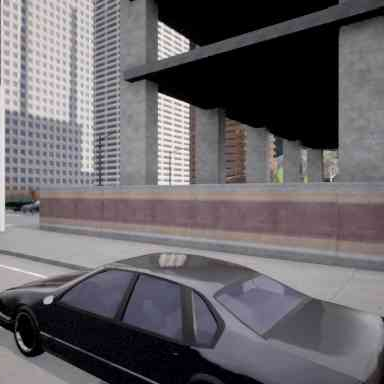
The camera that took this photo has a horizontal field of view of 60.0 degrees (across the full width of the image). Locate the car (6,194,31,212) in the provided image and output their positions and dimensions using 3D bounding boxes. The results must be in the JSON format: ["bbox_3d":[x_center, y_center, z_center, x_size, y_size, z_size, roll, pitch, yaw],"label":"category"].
[{"bbox_3d":[-19.873,1.221,35.634,2.150,2.045,5.566,0,0,36],"label":"car"}]

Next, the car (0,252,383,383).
[{"bbox_3d":[-0.411,1.547,4.285,5.357,1.411,2.033,0,0,35],"label":"car"}]

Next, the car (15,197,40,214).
[{"bbox_3d":[-15.732,1.525,35.357,1.812,1.442,4.674,0,0,36],"label":"car"}]
